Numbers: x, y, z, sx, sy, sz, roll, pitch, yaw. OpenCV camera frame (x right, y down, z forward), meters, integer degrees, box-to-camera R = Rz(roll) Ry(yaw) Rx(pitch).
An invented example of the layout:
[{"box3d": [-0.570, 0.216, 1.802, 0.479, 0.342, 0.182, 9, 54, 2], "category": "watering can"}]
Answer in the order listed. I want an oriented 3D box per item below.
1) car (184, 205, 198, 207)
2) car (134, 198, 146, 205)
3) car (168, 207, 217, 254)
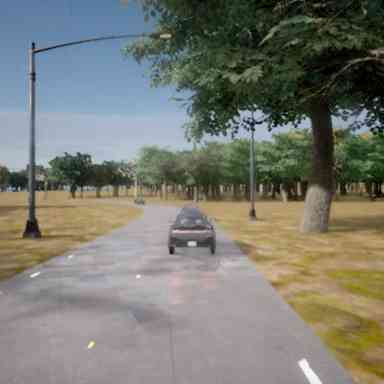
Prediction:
[{"box3d": [-0.054, 1.816, 29.347, 1.994, 1.385, 4.181, 0, 0, -2], "category": "car"}, {"box3d": [-11.023, 1.973, 70.207, 1.882, 1.535, 5.008, 0, 0, -20], "category": "car"}, {"box3d": [0.010, 1.643, 14.278, 2.128, 1.511, 4.902, 0, 0, 0], "category": "car"}]
